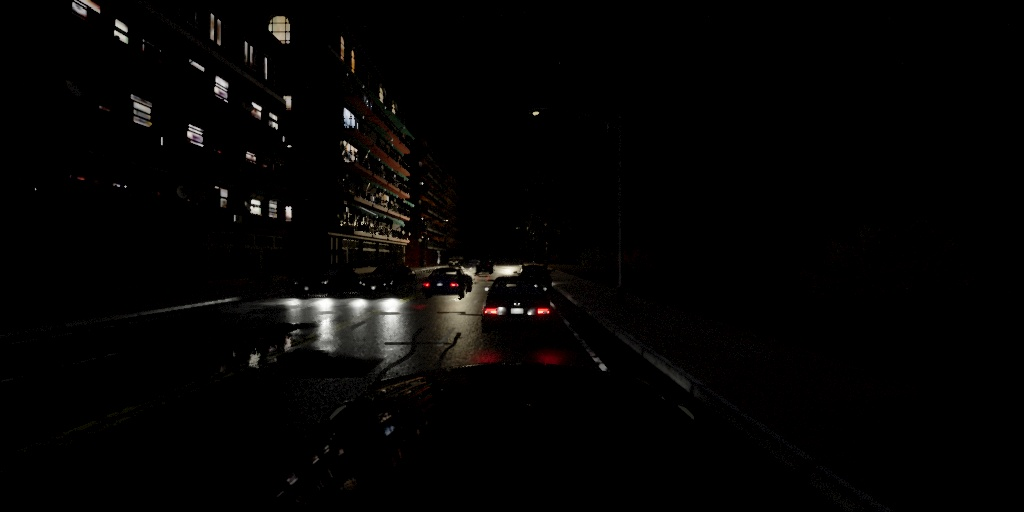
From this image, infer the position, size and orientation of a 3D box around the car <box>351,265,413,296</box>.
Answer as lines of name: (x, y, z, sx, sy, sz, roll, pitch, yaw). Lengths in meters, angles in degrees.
car: (-6.569, 1.258, 19.413, 1.837, 1.490, 4.892, 0, 0, 0)

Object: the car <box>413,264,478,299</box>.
car: (-3.119, 1.300, 18.052, 2.033, 1.411, 5.357, 0, 0, 0)

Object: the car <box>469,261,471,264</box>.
car: (-6.456, 1.317, 62.708, 1.994, 1.385, 4.181, 0, 0, 0)

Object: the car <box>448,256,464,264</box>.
car: (-9.702, 0.974, 62.770, 2.150, 2.045, 5.566, 0, 0, 1)

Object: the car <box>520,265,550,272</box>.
car: (1.171, 1.258, 20.353, 1.837, 1.490, 4.892, 0, 0, 0)

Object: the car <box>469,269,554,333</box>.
car: (0.118, 1.299, 10.665, 2.033, 1.411, 5.357, 0, 0, 0)

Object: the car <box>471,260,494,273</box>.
car: (-3.078, 1.247, 41.035, 2.128, 1.511, 4.902, 0, 0, 0)

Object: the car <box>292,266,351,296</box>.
car: (-9.805, 1.279, 19.429, 1.812, 1.442, 4.674, 0, 0, 0)
